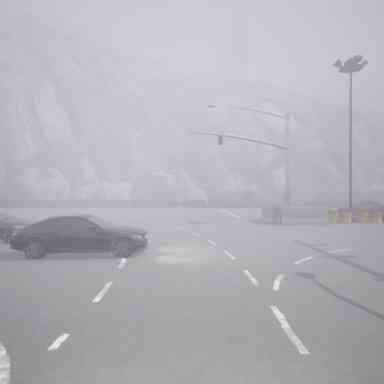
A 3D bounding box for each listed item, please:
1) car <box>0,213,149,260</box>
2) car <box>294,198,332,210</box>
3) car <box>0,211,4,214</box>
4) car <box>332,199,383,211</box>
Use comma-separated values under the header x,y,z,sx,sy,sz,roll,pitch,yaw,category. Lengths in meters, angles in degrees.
x,y,z,sx,sy,sz,roll,pitch,yaw,category
-3.879,1.503,11.794,4.674,1.442,1.812,0,0,-3,car
15.308,1.461,41.021,5.357,1.411,2.033,0,0,-3,car
-9.438,1.513,15.012,5.357,1.411,2.033,0,0,-3,car
15.597,1.500,30.522,4.181,1.385,1.994,0,0,-3,car
